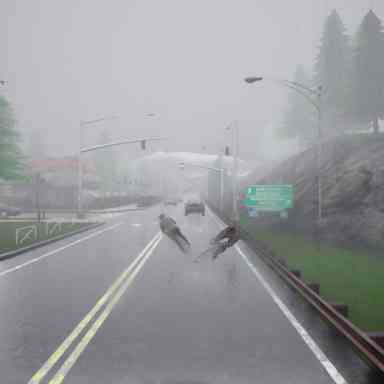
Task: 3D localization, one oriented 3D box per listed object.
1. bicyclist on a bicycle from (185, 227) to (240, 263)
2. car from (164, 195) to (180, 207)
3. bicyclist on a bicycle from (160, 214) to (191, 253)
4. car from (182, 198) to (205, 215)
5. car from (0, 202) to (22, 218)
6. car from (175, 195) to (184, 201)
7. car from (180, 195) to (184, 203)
[{"bbox_3d":[0.912,1.563,10.019,1.656,0.582,1.620,-10,-34,-43],"label":"bicyclist on a bicycle"},{"bbox_3d":[-3.293,1.503,51.610,1.837,1.490,4.892,0,0,0],"label":"car"},{"bbox_3d":[-0.507,1.404,10.675,0.582,1.620,1.656,-35,2,-11],"label":"bicyclist on a bicycle"},{"bbox_3d":[0.283,1.509,33.233,1.837,1.490,4.892,0,0,0],"label":"car"},{"bbox_3d":[-18.796,1.666,31.687,4.892,1.490,1.837,0,0,1],"label":"car"},{"bbox_3d":[-3.018,1.477,82.239,1.882,1.535,5.008,0,0,0],"label":"car"},{"bbox_3d":[-3.131,1.352,67.241,2.097,1.767,4.553,0,0,1],"label":"car"}]
